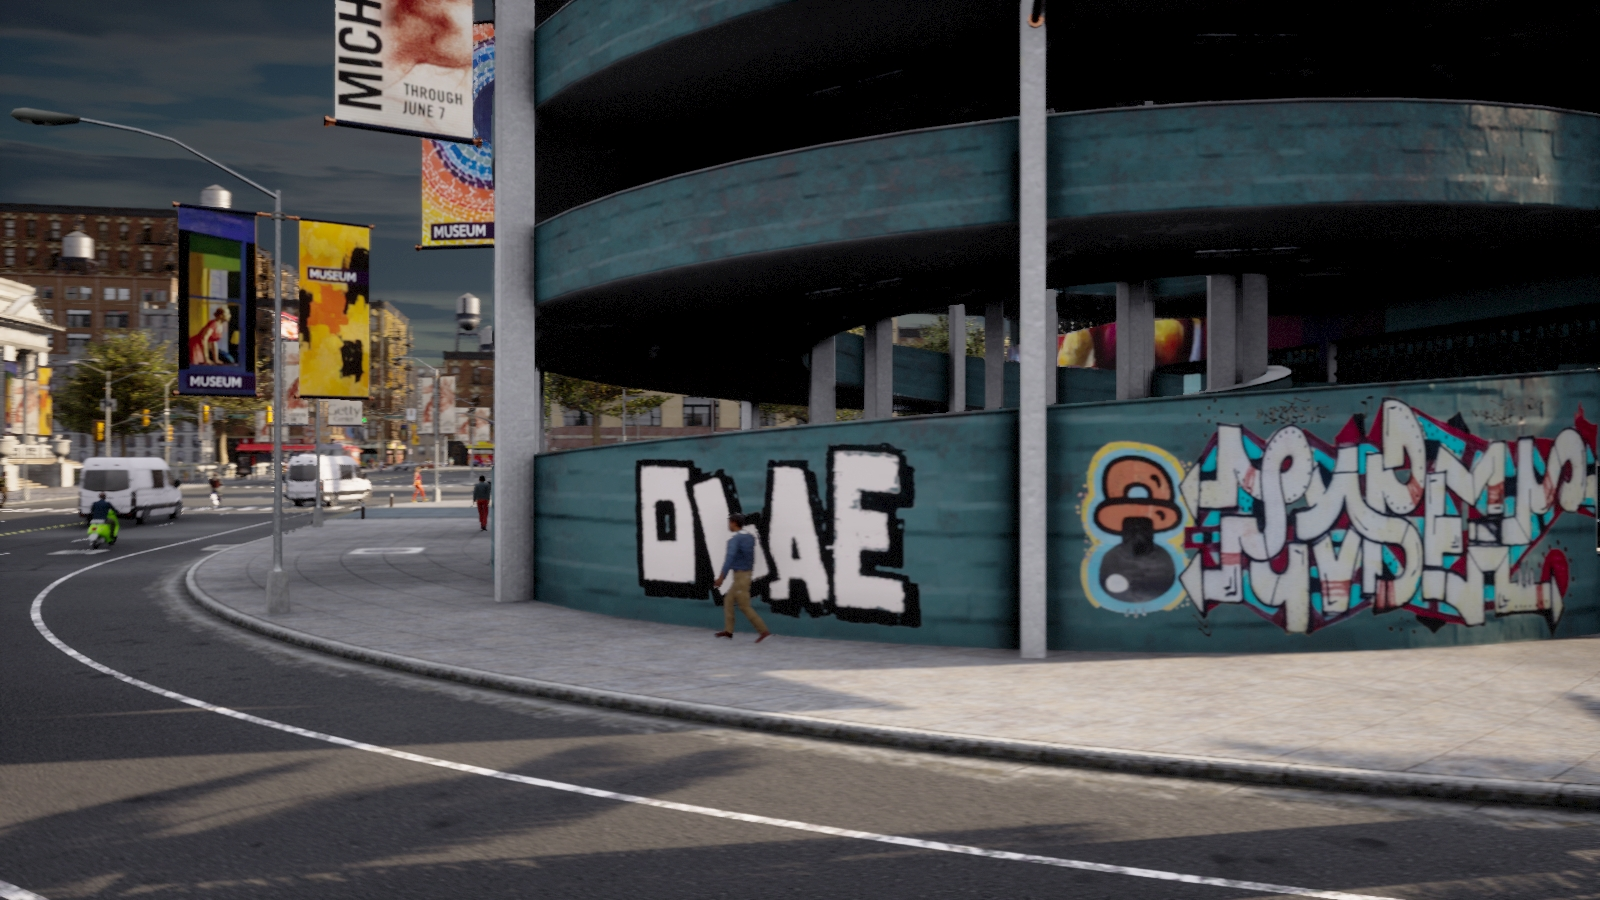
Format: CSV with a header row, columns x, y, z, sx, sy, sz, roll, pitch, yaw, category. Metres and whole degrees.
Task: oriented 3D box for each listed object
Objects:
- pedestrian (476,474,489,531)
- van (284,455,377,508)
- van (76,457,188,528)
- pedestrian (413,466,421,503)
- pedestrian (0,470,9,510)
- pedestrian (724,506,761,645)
x,y,z,sx,sy,sz,roll,pitch,yaw,category
-10.432,1.731,37.528,0.375,1.860,0.375,0,0,-12,pedestrian
-24.271,1.586,59.318,1.988,2.561,5.915,-1,0,4,van
-26.174,1.570,45.014,1.988,2.561,5.915,0,0,-11,van
-19.440,1.749,57.977,0.375,1.860,0.375,0,0,-14,pedestrian
-37.806,1.889,54.121,0.375,1.860,0.375,0,0,2,pedestrian
-0.789,1.712,15.695,0.375,1.860,0.375,0,0,27,pedestrian
